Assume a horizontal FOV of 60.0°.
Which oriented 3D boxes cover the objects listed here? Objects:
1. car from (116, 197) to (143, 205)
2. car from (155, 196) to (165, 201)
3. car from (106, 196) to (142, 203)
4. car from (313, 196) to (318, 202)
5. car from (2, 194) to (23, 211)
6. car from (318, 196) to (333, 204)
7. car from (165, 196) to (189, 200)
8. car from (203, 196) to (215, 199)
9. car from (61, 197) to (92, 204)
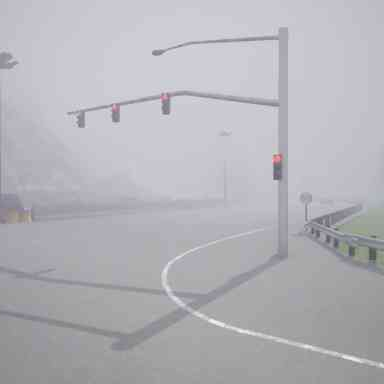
[{"bbox_3d":[-10.941,1.521,58.393,1.895,1.301,4.718,0,0,31],"label":"car"},{"bbox_3d":[-5.713,1.468,68.631,2.033,1.411,5.357,0,0,23],"label":"car"},{"bbox_3d":[-8.841,1.292,41.957,2.097,1.767,4.553,0,0,32],"label":"car"},{"bbox_3d":[28.103,1.521,72.927,2.033,1.411,5.357,0,0,7],"label":"car"},{"bbox_3d":[-17.436,1.157,28.440,2.150,2.045,5.566,0,0,33],"label":"car"},{"bbox_3d":[25.240,1.549,62.243,1.994,1.385,4.181,0,0,17],"label":"car"},{"bbox_3d":[-1.873,1.544,53.180,1.895,1.301,4.718,0,0,30],"label":"car"},{"bbox_3d":[3.045,1.507,62.757,1.994,1.385,4.181,0,0,23],"label":"car"},{"bbox_3d":[-16.912,1.444,48.805,1.812,1.442,4.674,0,0,32],"label":"car"}]
